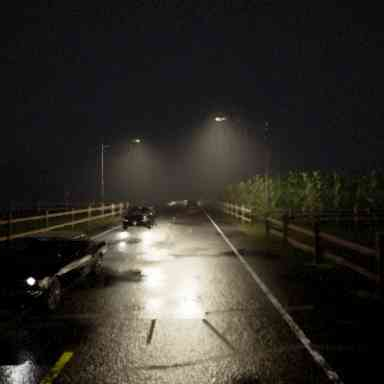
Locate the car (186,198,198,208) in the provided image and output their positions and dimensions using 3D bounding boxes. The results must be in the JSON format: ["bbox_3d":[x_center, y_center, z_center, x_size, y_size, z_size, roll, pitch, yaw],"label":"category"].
[{"bbox_3d":[0.028,2.031,63.787,2.097,1.767,4.553,0,-1,0],"label":"car"}]

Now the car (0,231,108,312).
[{"bbox_3d":[-3.552,1.681,8.028,1.895,1.301,4.718,0,-1,1],"label":"car"}]

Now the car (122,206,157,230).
[{"bbox_3d":[-3.510,1.739,23.018,1.837,1.490,4.892,0,-1,1],"label":"car"}]

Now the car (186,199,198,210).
[{"bbox_3d":[0.023,2.069,53.779,1.837,1.490,4.892,0,-1,0],"label":"car"}]
